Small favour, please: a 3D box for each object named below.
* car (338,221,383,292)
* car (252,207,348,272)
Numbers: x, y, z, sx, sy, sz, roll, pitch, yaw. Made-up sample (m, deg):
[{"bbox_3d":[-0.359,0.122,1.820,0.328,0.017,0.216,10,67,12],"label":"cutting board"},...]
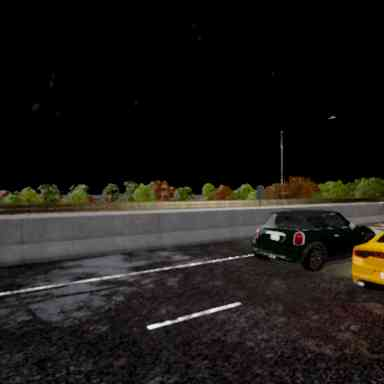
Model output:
[{"bbox_3d":[5.803,1.481,7.885,5.008,1.535,1.882,0,0,-36],"label":"car"},{"bbox_3d":[4.178,1.356,11.027,4.553,1.767,2.097,0,0,-35],"label":"car"}]
